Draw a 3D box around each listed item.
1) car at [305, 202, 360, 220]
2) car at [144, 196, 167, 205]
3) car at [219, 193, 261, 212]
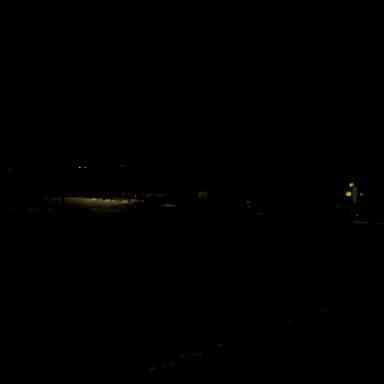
[{"bbox_3d":[12.245,1.606,29.204,1.812,1.442,4.674,1,0,-36],"label":"car"},{"bbox_3d":[-5.957,1.352,54.146,1.895,1.301,4.718,1,0,-36],"label":"car"},{"bbox_3d":[5.432,1.182,38.518,2.150,2.045,5.566,1,0,-36],"label":"car"}]
